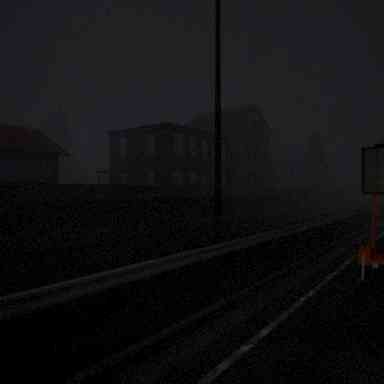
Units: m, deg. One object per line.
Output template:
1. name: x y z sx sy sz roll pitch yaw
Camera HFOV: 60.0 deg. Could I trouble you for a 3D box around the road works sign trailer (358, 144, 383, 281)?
1. road works sign trailer: 5.934 0.456 8.937 2.380 3.560 2.880 0 0 36
